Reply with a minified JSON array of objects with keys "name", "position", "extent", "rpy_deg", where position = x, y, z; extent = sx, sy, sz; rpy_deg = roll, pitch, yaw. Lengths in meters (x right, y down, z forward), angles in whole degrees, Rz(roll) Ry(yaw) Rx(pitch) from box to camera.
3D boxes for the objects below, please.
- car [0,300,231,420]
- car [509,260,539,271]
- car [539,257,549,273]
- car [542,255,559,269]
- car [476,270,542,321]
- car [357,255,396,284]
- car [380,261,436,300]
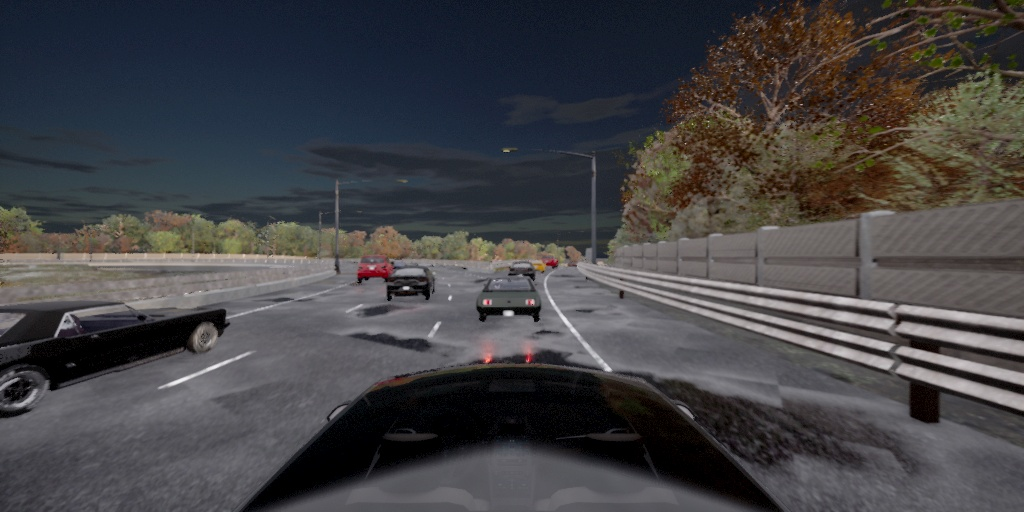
[{"name":"car","position":[-7.122,1.370,5.808],"extent":[1.895,1.301,4.718],"rpy_deg":[0,0,-3]},{"name":"car","position":[0.861,1.183,27.360],"extent":[1.882,1.535,5.008],"rpy_deg":[0,0,5]},{"name":"car","position":[2.881,1.153,41.513],"extent":[1.882,1.535,5.008],"rpy_deg":[0,0,10]},{"name":"car","position":[5.619,0.869,53.520],"extent":[2.150,2.045,5.566],"rpy_deg":[0,0,14]},{"name":"car","position":[-0.051,1.334,12.359],"extent":[1.895,1.301,4.718],"rpy_deg":[0,0,1]},{"name":"car","position":[-10.471,0.967,27.717],"extent":[2.150,2.045,5.566],"rpy_deg":[0,0,-14]},{"name":"car","position":[-4.861,1.219,17.730],"extent":[1.882,1.535,5.008],"rpy_deg":[0,0,-8]}]
